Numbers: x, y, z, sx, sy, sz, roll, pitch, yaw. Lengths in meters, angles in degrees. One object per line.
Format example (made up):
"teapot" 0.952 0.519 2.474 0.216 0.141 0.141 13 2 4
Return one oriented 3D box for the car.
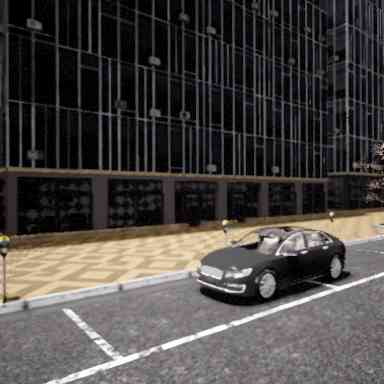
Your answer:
"car" 2.125 1.553 8.233 4.403 1.369 2.008 0 0 -37
